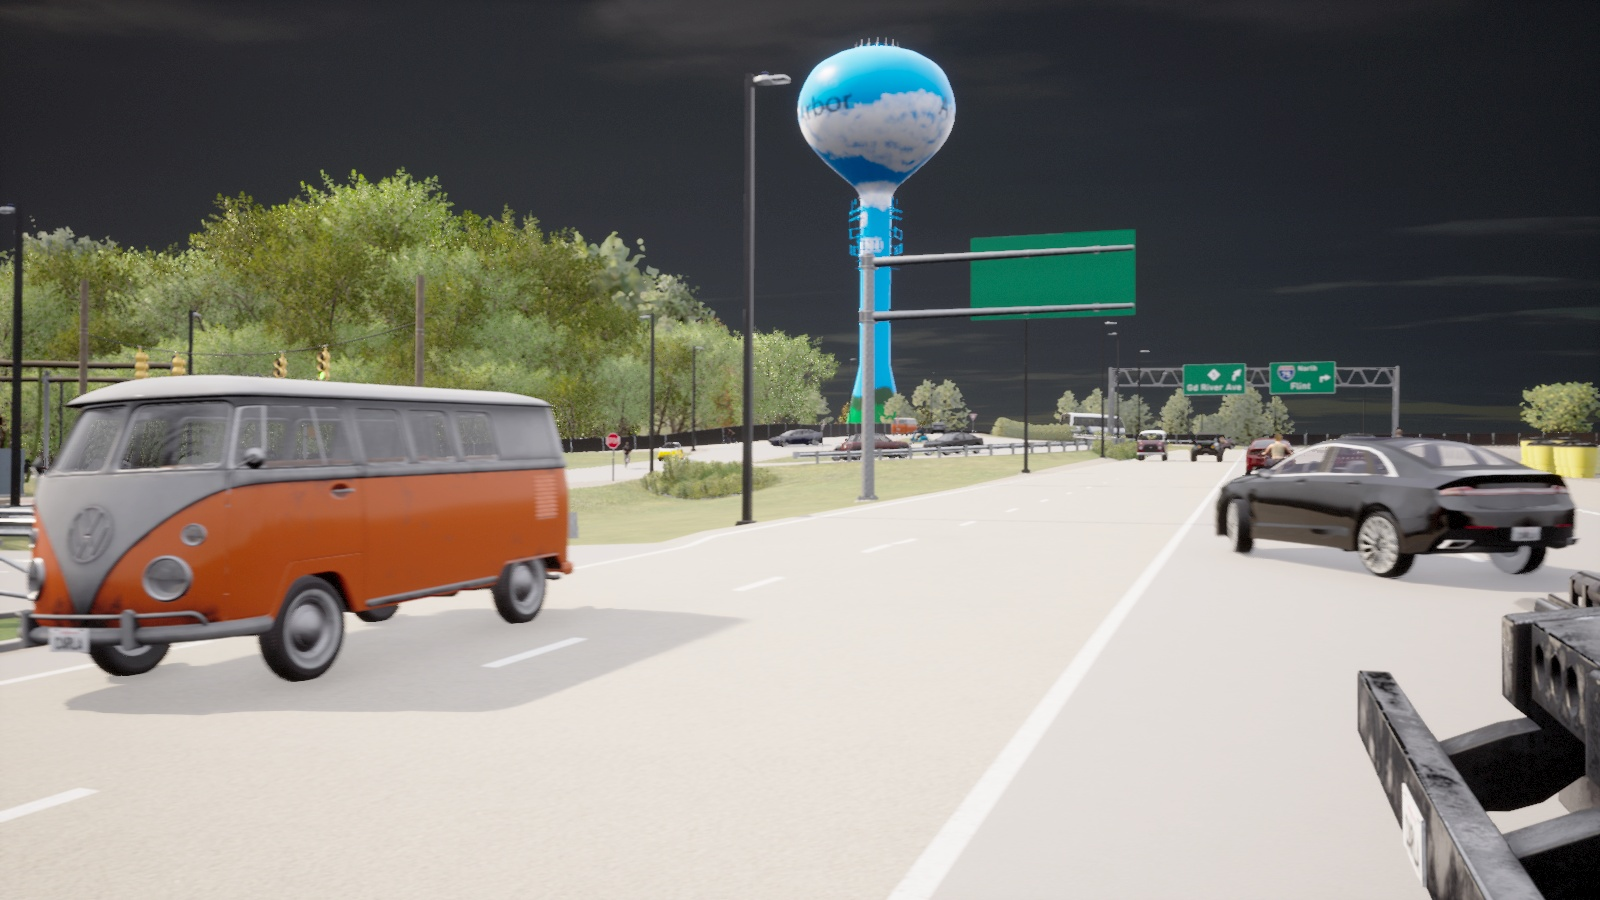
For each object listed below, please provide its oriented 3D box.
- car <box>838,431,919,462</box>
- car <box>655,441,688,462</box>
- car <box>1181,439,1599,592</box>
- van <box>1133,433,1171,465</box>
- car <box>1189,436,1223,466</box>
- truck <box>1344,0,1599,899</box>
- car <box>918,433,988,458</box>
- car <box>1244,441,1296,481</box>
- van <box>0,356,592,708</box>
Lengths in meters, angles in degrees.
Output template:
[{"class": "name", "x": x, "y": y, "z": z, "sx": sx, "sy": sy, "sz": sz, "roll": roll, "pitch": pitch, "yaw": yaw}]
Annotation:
[{"class": "car", "x": 4.898, "y": -0.205, "z": 78.689, "sx": 4.553, "sy": 1.767, "sz": 2.097, "roll": -2, "pitch": 0, "yaw": -17}, {"class": "car", "x": -9.306, "y": 0.084, "z": 90.983, "sx": 1.481, "sy": 1.376, "sz": 2.207, "roll": 0, "pitch": 3, "yaw": 21}, {"class": "car", "x": 6.724, "y": 0.622, "z": 14.956, "sx": 2.128, "sy": 1.511, "sz": 4.902, "roll": 0, "pitch": 1, "yaw": -11}, {"class": "van", "x": 23.468, "y": -0.093, "z": 83.619, "sx": 2.069, "sy": 2.038, "sz": 4.480, "roll": 1, "pitch": 1, "yaw": 20}, {"class": "car", "x": 25.985, "y": 0.026, "z": 80.300, "sx": 1.905, "sy": 1.878, "sz": 3.866, "roll": 1, "pitch": 1, "yaw": 20}, {"class": "truck", "x": 5.097, "y": -0.167, "z": 1.500, "sx": 7.936, "sy": 3.462, "sz": 2.891, "roll": 0, "pitch": 1, "yaw": 19}, {"class": "car", "x": 10.492, "y": -0.340, "z": 85.917, "sx": 5.008, "sy": 1.535, "sz": 1.882, "roll": -3, "pitch": 2, "yaw": -42}, {"class": "car", "x": 19.105, "y": 0.417, "z": 51.109, "sx": 1.882, "sy": 1.535, "sz": 5.008, "roll": 0, "pitch": 1, "yaw": 20}, {"class": "van", "x": -3.480, "y": 0.471, "z": 9.472, "sx": 1.775, "sy": 1.987, "sz": 4.442, "roll": -2, "pitch": 0, "yaw": 20}]
